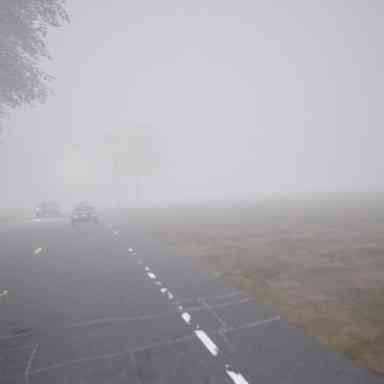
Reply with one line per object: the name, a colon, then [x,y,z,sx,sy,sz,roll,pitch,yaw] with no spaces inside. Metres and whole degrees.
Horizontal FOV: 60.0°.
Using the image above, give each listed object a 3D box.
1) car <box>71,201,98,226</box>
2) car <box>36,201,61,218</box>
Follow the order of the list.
car: [-8.206,1.713,25.386,2.033,1.411,5.357,-2,0,-18]
car: [-15.256,1.758,35.455,2.097,1.767,4.553,-2,0,-18]
